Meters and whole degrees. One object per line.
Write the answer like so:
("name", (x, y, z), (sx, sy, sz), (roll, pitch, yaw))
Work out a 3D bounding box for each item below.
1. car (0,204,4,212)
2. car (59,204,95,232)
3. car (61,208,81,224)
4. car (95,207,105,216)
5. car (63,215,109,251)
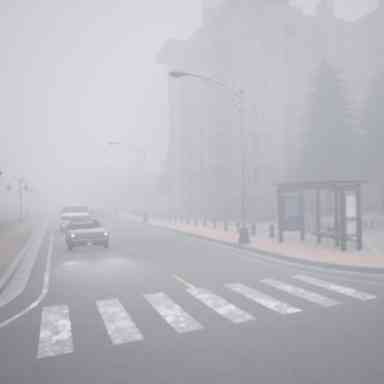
("car", (-40.716, 3.610, 67.163), (3.633, 1.501, 1.845), (0, -1, -22))
("car", (-9.278, 1.988, 26.466), (2.150, 2.045, 5.566), (0, -1, -22))
("car", (-13.186, 2.534, 36.132), (1.882, 1.535, 5.008), (0, -1, -22))
("car", (-13.184, 2.765, 45.902), (1.882, 1.535, 5.008), (0, -1, -22))
("car", (-5.452, 2.086, 17.085), (1.895, 1.301, 4.718), (0, -1, -22))
